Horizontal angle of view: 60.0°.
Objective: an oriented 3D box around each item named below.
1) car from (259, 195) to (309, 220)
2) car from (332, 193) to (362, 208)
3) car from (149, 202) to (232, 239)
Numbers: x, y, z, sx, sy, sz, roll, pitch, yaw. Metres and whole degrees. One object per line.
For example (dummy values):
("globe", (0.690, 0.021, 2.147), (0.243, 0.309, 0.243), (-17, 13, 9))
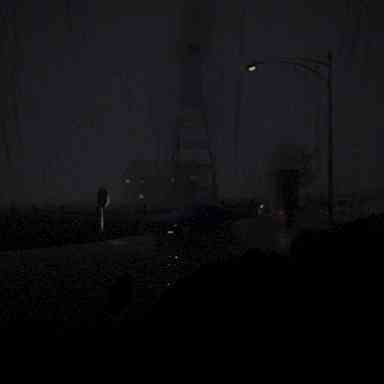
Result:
("car", (6.823, 0.990, 24.558), (2.097, 1.767, 4.553), (0, 1, 41))
("car", (16.659, 0.813, 35.596), (1.882, 1.535, 5.008), (0, 1, 42))
("car", (0.067, 1.323, 16.837), (1.882, 1.535, 5.008), (0, 1, 41))
